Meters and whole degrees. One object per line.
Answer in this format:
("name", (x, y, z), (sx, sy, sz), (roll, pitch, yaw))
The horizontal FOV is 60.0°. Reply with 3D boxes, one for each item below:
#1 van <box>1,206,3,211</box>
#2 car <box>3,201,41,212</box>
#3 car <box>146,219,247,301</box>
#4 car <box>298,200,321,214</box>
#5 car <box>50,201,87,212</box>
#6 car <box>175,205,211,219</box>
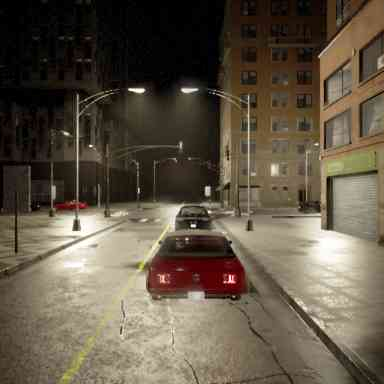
("van", (-20.185, 1.425, 30.790), (3.998, 1.788, 1.690), (0, 0, 0))
("car", (-20.202, 1.725, 39.315), (4.313, 1.339, 1.947), (0, 0, 0))
("car", (0.081, 1.601, 8.282), (1.895, 1.301, 4.718), (0, 0, 0))
("car", (12.041, 1.414, 30.826), (4.313, 1.339, 1.947), (0, 0, 0))
("car", (-14.553, 1.701, 39.321), (4.206, 1.307, 1.802), (0, 0, 0))
("car", (0.059, 1.474, 18.431), (1.882, 1.535, 5.008), (0, 0, 0))
